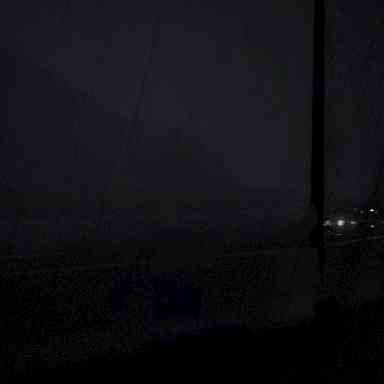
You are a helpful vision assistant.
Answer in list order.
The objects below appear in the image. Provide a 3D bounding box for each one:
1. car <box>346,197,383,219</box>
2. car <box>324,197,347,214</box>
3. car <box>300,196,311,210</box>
[{"bbox_3d":[14.515,1.289,26.895,1.837,1.490,4.892,1,1,44],"label":"car"},{"bbox_3d":[14.310,1.221,31.770,2.128,1.511,4.902,1,1,40],"label":"car"},{"bbox_3d":[13.386,1.155,36.081,1.882,1.535,5.008,1,1,38],"label":"car"}]
